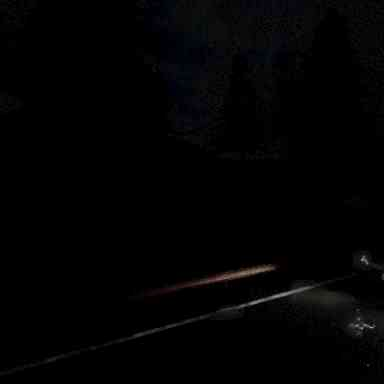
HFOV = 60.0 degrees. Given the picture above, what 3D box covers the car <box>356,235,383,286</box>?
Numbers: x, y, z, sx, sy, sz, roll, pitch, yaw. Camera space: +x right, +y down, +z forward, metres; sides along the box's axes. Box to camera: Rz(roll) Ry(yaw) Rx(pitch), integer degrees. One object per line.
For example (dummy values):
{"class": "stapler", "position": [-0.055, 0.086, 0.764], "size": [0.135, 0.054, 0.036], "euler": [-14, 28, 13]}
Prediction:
{"class": "car", "position": [5.961, 1.509, 8.189], "size": [4.674, 1.442, 1.812], "euler": [0, 0, -35]}
